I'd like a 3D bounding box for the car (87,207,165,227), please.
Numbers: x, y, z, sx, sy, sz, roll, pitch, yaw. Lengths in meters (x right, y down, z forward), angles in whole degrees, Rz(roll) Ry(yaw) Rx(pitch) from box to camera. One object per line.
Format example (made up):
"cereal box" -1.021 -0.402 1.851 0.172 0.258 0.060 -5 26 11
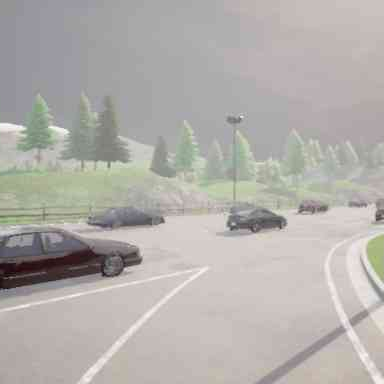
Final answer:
"car" -4.372 1.716 22.386 5.357 1.411 2.033 1 -1 -43

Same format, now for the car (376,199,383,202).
"car" 22.784 1.871 38.119 5.357 1.411 2.033 0 -1 -43

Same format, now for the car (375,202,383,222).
"car" 16.862 1.762 27.818 4.674 1.442 1.812 1 -1 -43

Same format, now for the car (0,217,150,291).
"car" -3.921 1.609 8.454 5.357 1.411 2.033 0 -1 -43

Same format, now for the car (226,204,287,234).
"car" 4.046 1.691 20.662 4.674 1.442 1.812 1 -1 -43

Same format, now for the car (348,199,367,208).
"car" 29.185 2.015 58.566 4.674 1.442 1.812 0 -1 -43

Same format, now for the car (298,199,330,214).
"car" 14.819 1.682 40.266 4.553 1.767 2.097 1 -1 -43
